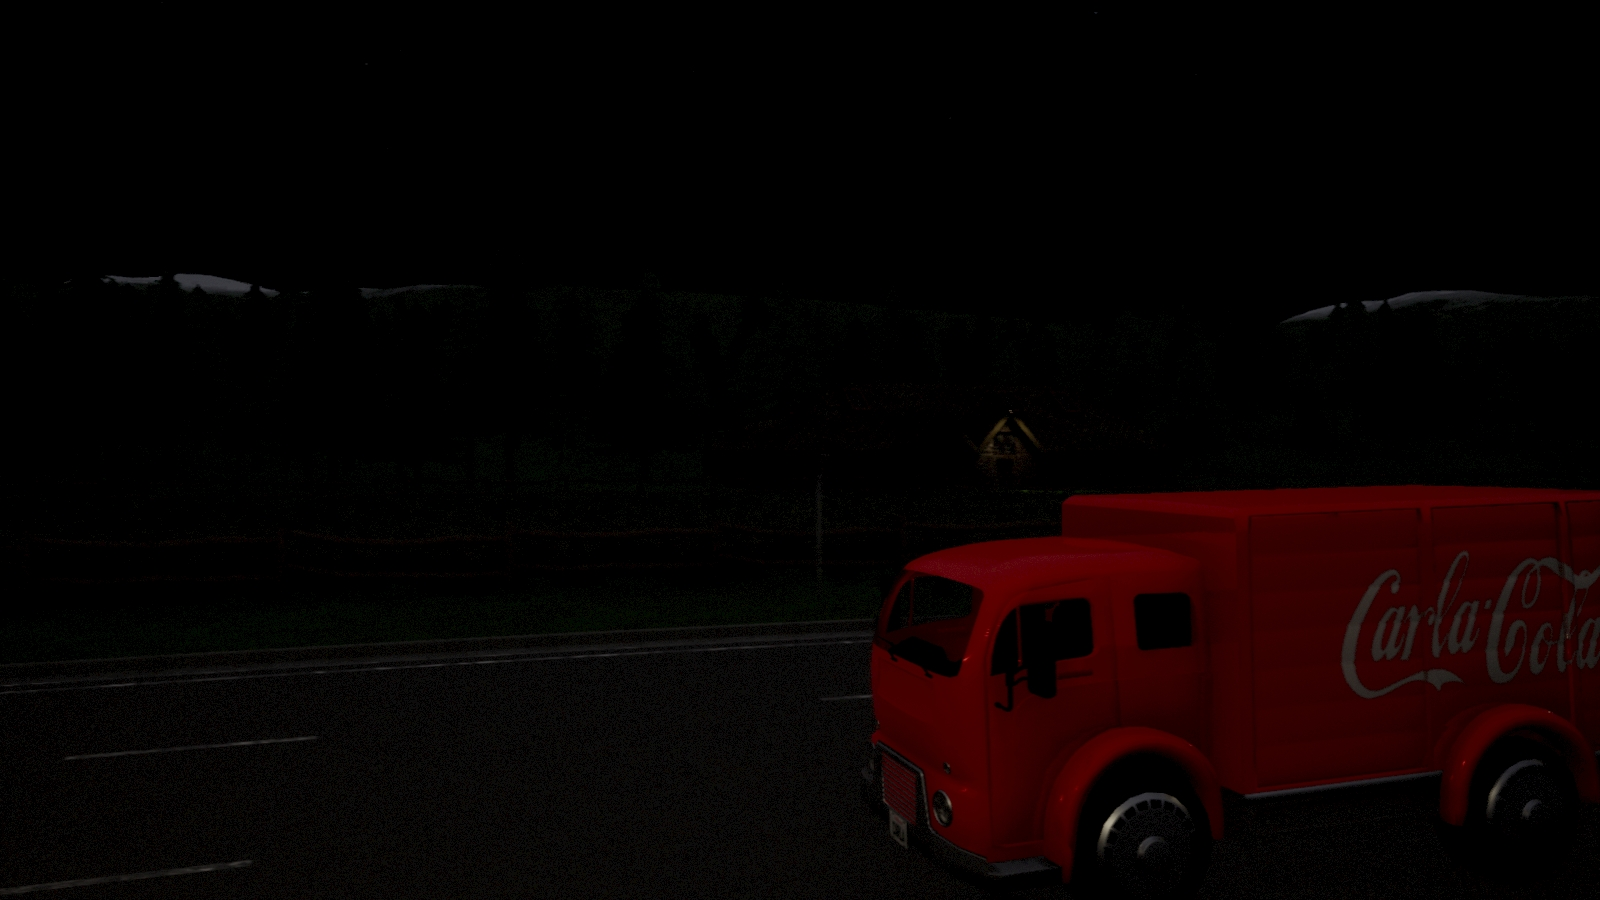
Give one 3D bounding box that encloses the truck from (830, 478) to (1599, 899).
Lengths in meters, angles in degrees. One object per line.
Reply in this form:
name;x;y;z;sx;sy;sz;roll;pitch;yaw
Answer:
truck;3.130;1.542;8.086;5.204;2.467;2.627;-2;0;-17
